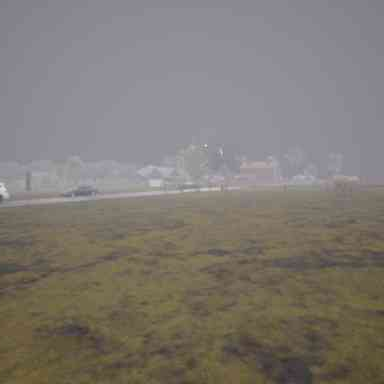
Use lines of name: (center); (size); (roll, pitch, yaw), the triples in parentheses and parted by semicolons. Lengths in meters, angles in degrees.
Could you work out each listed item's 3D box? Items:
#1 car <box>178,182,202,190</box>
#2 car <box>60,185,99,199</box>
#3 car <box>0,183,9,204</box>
car: (-0.327, -1.094, 59.310); (2.033, 1.411, 5.357); (1, 3, 36)
car: (-13.841, -0.063, 40.922); (1.837, 1.490, 4.892); (1, 5, 36)
car: (-20.538, 0.218, 31.736); (2.150, 2.045, 5.566); (1, 4, 36)
